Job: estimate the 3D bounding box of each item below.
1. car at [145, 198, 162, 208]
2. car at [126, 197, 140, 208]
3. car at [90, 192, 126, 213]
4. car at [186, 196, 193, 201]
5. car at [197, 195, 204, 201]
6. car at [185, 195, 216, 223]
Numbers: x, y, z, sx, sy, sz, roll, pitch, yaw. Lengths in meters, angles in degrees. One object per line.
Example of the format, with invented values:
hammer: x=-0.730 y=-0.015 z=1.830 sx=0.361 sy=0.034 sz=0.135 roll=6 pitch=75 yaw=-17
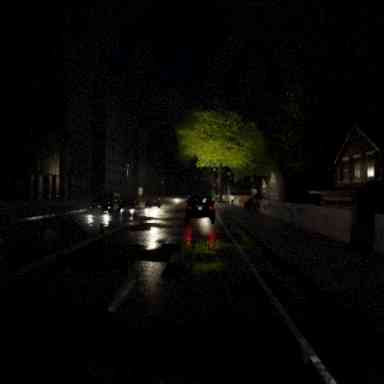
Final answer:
car: x=-5.314 y=1.539 z=46.593 sx=1.994 sy=1.385 sz=4.181 roll=1 pitch=0 yaw=2
car: x=-8.561 y=1.433 z=46.679 sx=1.837 sy=1.490 sz=4.892 roll=1 pitch=0 yaw=2
car: x=-8.869 y=1.069 z=34.854 sx=2.150 sy=2.045 sz=5.566 roll=1 pitch=0 yaw=2
car: x=-0.768 y=1.724 z=95.383 sx=1.895 sy=1.301 sz=4.718 roll=1 pitch=0 yaw=2
car: x=2.474 y=1.731 z=95.006 sx=2.033 sy=1.411 sz=5.357 roll=1 pitch=0 yaw=2
car: x=0.643 y=1.245 z=25.880 sx=2.150 sy=2.045 sz=5.566 roll=1 pitch=0 yaw=2
